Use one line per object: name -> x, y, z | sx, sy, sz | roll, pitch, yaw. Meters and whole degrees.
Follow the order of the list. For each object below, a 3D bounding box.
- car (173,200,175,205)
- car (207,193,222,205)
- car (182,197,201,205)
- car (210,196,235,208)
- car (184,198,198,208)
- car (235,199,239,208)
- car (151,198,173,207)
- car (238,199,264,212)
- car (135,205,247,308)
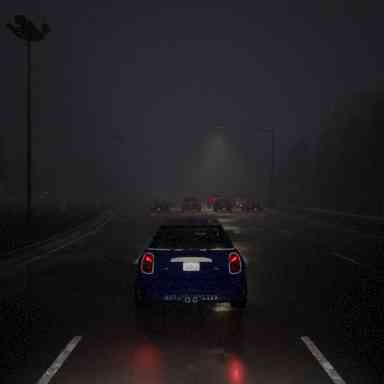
car -> -3.604, 1.564, 48.379 | 1.994, 1.385, 4.181 | 0, 0, 0
car -> 3.396, 1.221, 48.359 | 2.150, 2.045, 5.566 | 0, 0, 0
car -> -0.083, 1.352, 38.273 | 2.097, 1.767, 4.553 | 0, 0, 0
car -> 3.418, 1.505, 37.894 | 1.837, 1.490, 4.892 | 0, 0, 0
car -> -0.104, 1.601, 48.382 | 1.895, 1.301, 4.718 | 0, 0, 0
car -> 6.896, 1.601, 48.380 | 1.895, 1.301, 4.718 | 0, 0, 0
car -> -3.583, 1.601, 38.326 | 1.895, 1.301, 4.718 | 0, 0, 0
car -> 6.917, 1.601, 38.348 | 1.895, 1.301, 4.718 | 0, 0, 0
car -> -0.018, 1.352, 8.062 | 2.097, 1.767, 4.553 | 0, 0, 0
